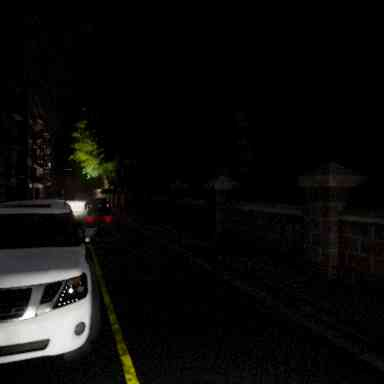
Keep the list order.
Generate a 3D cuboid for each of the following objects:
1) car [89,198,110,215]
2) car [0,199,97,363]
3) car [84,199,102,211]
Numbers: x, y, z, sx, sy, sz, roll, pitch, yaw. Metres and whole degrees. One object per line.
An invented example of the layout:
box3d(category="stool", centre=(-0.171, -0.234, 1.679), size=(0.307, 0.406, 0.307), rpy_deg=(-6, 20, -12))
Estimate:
box3d(category="car", centre=(-9.500, 1.360, 33.593), size=(2.097, 1.767, 4.553), rpy_deg=(0, 0, -20))
box3d(category="car", centre=(-3.072, 1.220, 6.139), size=(2.150, 2.045, 5.566), rpy_deg=(0, 0, -19))
box3d(category="car", centre=(-12.800, 1.576, 42.916), size=(1.994, 1.385, 4.181), rpy_deg=(0, 0, -20))
